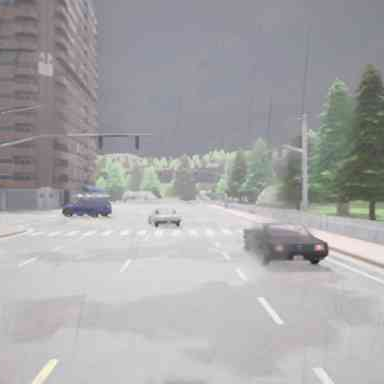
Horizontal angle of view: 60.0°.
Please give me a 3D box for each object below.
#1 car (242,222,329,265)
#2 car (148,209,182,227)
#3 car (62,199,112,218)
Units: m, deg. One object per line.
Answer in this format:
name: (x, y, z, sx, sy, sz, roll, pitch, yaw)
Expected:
car: (3.130, 1.734, 12.219, 1.895, 1.301, 4.718, 0, -1, -2)
car: (-2.233, 1.932, 25.846, 1.895, 1.301, 4.718, 0, -1, -16)
car: (-11.402, 1.758, 36.303, 5.566, 2.045, 2.150, 0, -1, 20)
